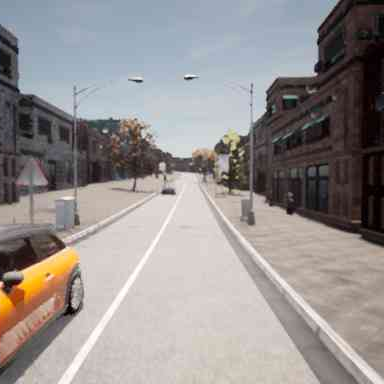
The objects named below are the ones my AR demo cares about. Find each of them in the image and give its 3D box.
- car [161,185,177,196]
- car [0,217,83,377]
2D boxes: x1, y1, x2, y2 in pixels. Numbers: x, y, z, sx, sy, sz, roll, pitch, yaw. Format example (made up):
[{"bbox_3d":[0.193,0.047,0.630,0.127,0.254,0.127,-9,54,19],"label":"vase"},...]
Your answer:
[{"bbox_3d":[-3.092,-0.261,44.765,1.895,1.301,4.718,0,3,0],"label":"car"},{"bbox_3d":[-3.100,1.331,4.385,2.097,1.767,4.553,0,0,0],"label":"car"}]
